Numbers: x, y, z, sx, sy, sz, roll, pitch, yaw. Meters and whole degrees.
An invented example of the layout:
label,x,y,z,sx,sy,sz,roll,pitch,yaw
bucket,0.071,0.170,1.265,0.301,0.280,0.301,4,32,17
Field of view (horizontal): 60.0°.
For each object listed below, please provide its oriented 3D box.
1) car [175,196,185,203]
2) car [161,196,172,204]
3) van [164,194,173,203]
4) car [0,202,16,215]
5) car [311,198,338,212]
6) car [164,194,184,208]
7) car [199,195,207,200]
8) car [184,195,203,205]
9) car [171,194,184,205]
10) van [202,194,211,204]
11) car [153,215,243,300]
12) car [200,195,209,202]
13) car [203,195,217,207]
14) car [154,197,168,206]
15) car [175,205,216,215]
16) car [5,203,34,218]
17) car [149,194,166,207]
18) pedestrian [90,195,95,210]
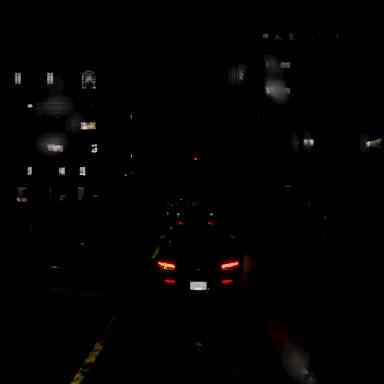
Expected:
label,x,y,z,sx,sy,sz,roll,pitch,yaw
car,-2.510,1.497,69.688,1.812,1.442,4.674,0,0,0
car,-5.086,1.520,66.011,1.887,1.381,4.507,0,0,0
van,-5.066,1.312,71.563,1.690,1.788,3.998,0,0,0
car,-22.334,1.843,37.295,4.206,1.307,1.802,-1,1,1
car,15.222,1.339,34.417,5.357,1.411,2.033,-1,0,1
car,-2.635,1.492,49.206,1.837,1.490,4.892,0,0,2
car,2.871,1.508,88.193,2.008,1.369,4.403,0,0,0
car,0.278,1.466,47.082,1.882,1.535,5.008,0,0,1
car,-2.621,1.333,59.430,2.097,1.767,4.553,0,0,1
van,2.795,1.317,65.984,1.690,1.788,3.998,0,0,0
car,0.130,1.525,8.294,1.812,1.442,4.674,0,0,0
car,2.833,1.407,77.088,1.967,1.590,4.097,0,0,0
car,2.736,1.553,49.328,1.947,1.339,4.313,0,0,0
car,-5.124,1.528,54.907,1.887,1.381,4.507,0,0,0
car,0.152,1.562,17.054,1.994,1.385,4.181,0,0,0
car,-17.316,1.754,31.826,4.181,1.385,1.994,-1,0,1
car,-5.143,1.302,49.355,2.192,1.841,5.009,0,0,0
pedestrian,-12.013,1.280,40.130,0.375,1.860,0.375,0,1,1
